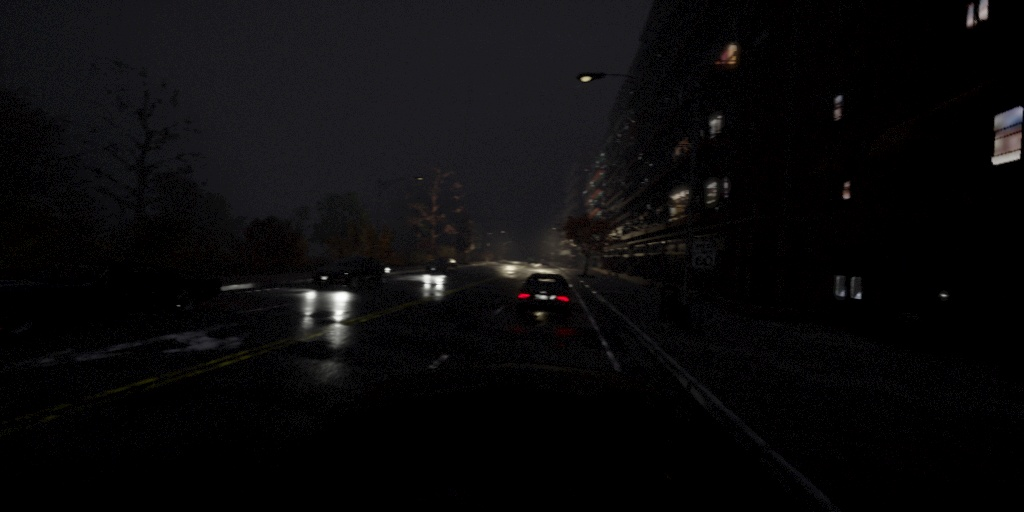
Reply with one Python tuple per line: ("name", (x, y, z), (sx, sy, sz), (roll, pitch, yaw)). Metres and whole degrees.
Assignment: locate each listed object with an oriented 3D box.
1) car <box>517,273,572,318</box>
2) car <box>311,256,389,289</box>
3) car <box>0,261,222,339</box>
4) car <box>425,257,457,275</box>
("car", (1.294, 1.369, 13.751), (2.033, 1.411, 5.357), (3, 0, 7))
("car", (-8.043, 0.764, 18.342), (1.837, 1.490, 4.892), (3, 0, 7))
("car", (-9.390, 0.782, 7.962), (1.895, 1.301, 4.718), (3, 0, 8))
("car", (-6.339, 0.846, 32.624), (2.128, 1.511, 4.902), (3, 0, 7))
